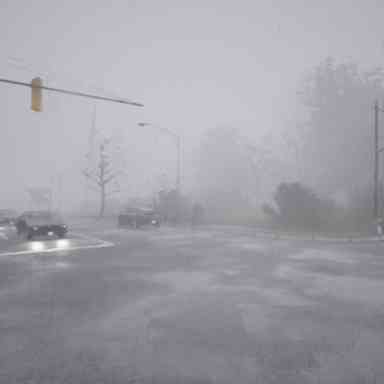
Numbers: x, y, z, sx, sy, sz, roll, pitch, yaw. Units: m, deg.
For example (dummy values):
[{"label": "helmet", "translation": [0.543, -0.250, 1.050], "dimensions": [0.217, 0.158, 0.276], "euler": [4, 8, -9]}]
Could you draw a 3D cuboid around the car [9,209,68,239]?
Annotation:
[{"label": "car", "translation": [-8.594, 1.745, 18.683], "dimensions": [2.033, 1.411, 5.357], "euler": [1, -2, -36]}]

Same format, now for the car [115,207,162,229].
[{"label": "car", "translation": [-4.026, 1.858, 24.453], "dimensions": [1.837, 1.490, 4.892], "euler": [1, -3, -36]}]

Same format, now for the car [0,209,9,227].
[{"label": "car", "translation": [-15.948, 2.211, 28.673], "dimensions": [2.033, 1.411, 5.357], "euler": [1, -3, -36]}]
